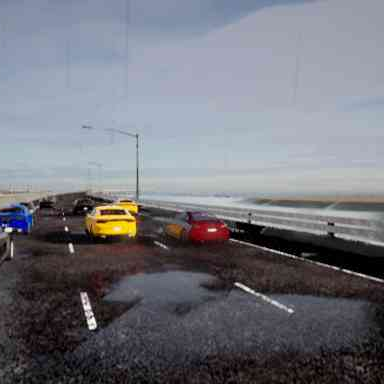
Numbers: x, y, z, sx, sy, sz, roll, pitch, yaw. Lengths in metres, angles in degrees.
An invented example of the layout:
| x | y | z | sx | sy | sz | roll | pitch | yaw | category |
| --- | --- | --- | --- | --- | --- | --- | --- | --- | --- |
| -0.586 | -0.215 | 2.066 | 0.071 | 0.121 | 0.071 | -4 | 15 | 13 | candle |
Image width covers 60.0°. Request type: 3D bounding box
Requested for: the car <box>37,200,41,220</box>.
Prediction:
| x | y | z | sx | sy | sz | roll | pitch | yaw | category |
| --- | --- | --- | --- | --- | --- | --- | --- | --- | --- |
| -12.100 | 1.448 | 23.783 | 1.837 | 1.490 | 4.892 | 0 | 0 | -22 | car |

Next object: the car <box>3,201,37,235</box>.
| x | y | z | sx | sy | sz | roll | pitch | yaw | category |
| --- | --- | --- | --- | --- | --- | --- | --- | --- | --- |
| -9.857 | 1.435 | 18.227 | 1.882 | 1.535 | 5.008 | 0 | 0 | -22 | car |

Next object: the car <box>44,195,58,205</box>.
| x | y | z | sx | sy | sz | roll | pitch | yaw | category |
| --- | --- | --- | --- | --- | --- | --- | --- | --- | --- |
| -24.302 | 1.334 | 57.509 | 2.128 | 1.511 | 4.902 | 0 | 0 | -21 | car |

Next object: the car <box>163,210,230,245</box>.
| x | y | z | sx | sy | sz | roll | pitch | yaw | category |
| --- | --- | --- | --- | --- | --- | --- | --- | --- | --- |
| 0.059 | 1.530 | 15.486 | 1.994 | 1.385 | 4.181 | 0 | 0 | -22 | car |

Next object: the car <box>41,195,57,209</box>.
| x | y | z | sx | sy | sz | roll | pitch | yaw | category |
| --- | --- | --- | --- | --- | --- | --- | --- | --- | --- |
| -18.297 | 1.381 | 42.176 | 2.128 | 1.511 | 4.902 | 0 | 0 | -21 | car |

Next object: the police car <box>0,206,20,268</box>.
| x | y | z | sx | sy | sz | roll | pitch | yaw | category |
| --- | --- | --- | --- | --- | --- | --- | --- | --- | --- |
| -6.136 | 1.405 | 9.080 | 1.930 | 1.638 | 5.238 | 0 | 0 | -22 | police car |

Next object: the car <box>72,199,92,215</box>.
| x | y | z | sx | sy | sz | roll | pitch | yaw | category |
| --- | --- | --- | --- | --- | --- | --- | --- | --- | --- |
| -10.695 | 1.396 | 32.797 | 1.882 | 1.535 | 5.008 | 0 | 0 | -22 | car |

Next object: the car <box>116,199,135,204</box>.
| x | y | z | sx | sy | sz | roll | pitch | yaw | category |
| --- | --- | --- | --- | --- | --- | --- | --- | --- | --- |
| -6.578 | 1.399 | 31.922 | 1.882 | 1.535 | 5.008 | 0 | 0 | -22 | car |

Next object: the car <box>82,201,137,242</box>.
| x | y | z | sx | sy | sz | roll | pitch | yaw | category |
| --- | --- | --- | --- | --- | --- | --- | --- | --- | --- |
| -4.130 | 1.440 | 16.492 | 1.882 | 1.535 | 5.008 | 0 | 0 | -22 | car |
